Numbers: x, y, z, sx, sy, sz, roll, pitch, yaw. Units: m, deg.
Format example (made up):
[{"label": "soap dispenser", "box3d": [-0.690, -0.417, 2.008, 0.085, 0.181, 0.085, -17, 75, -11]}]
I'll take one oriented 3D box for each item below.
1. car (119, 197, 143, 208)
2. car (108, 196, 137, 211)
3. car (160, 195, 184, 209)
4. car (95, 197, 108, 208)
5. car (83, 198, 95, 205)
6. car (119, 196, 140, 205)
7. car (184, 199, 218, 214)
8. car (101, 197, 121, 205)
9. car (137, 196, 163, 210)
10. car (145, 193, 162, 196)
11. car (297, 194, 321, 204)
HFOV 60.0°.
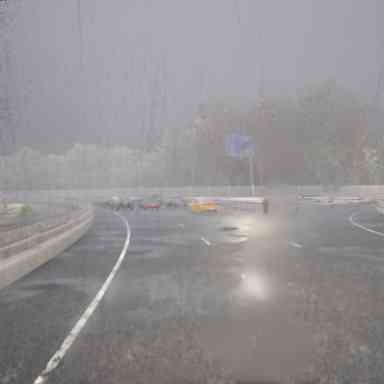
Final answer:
[{"label": "car", "box3d": [-9.421, 1.511, 51.029, 1.882, 1.535, 5.008, 0, 0, -30]}, {"label": "car", "box3d": [-8.735, 1.387, 41.573, 2.097, 1.767, 4.553, 0, 0, -23]}, {"label": "car", "box3d": [-2.116, 1.477, 43.913, 2.128, 1.511, 4.902, 0, 0, -23]}, {"label": "car", "box3d": [-12.518, 1.562, 49.400, 1.837, 1.490, 4.892, 0, 0, -30]}, {"label": "car", "box3d": [-17.502, 1.652, 57.836, 1.994, 1.385, 4.181, 0, 0, -36]}, {"label": "car", "box3d": [-11.639, 1.523, 61.660, 1.882, 1.535, 5.008, 0, 0, -36]}, {"label": "car", "box3d": [1.088, 1.446, 35.083, 1.882, 1.535, 5.008, 0, 0, -19]}, {"label": "car", "box3d": [-14.571, 1.591, 59.748, 1.812, 1.442, 4.674, 0, 0, -36]}, {"label": "car", "box3d": [-5.692, 1.575, 43.385, 1.994, 1.385, 4.181, 0, 0, -23]}, {"label": "car", "box3d": [-6.388, 1.231, 52.781, 2.150, 2.045, 5.566, 0, 0, -30]}, {"label": "car", "box3d": [18.287, 1.138, 52.382, 4.892, 1.490, 1.837, 0, 0, 0]}]
